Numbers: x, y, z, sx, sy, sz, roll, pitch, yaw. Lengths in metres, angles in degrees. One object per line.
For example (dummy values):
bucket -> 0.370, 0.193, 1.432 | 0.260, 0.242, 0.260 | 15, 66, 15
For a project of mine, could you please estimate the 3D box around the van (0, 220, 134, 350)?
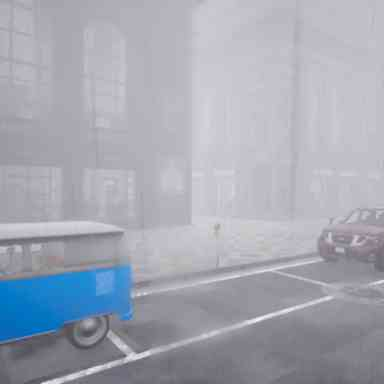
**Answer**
van -> -2.810, 1.343, 4.646 | 3.998, 1.788, 1.690 | 0, 0, -35

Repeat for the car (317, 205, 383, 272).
car -> 6.374, 1.395, 11.182 | 5.009, 1.841, 2.192 | 0, 0, -35
